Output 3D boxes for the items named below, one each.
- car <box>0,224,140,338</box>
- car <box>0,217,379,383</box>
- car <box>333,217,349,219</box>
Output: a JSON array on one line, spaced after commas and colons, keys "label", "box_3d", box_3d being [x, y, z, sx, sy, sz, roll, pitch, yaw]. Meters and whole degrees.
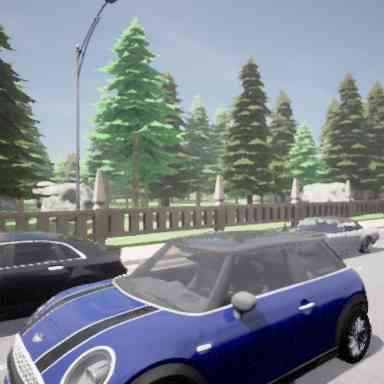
[{"label": "car", "box_3d": [-3.558, 1.507, 5.827, 4.892, 1.490, 1.837, 1, 0, -34]}, {"label": "car", "box_3d": [0.260, 1.348, 4.203, 4.553, 1.767, 2.097, 0, 0, -37]}, {"label": "car", "box_3d": [4.663, 1.586, 11.854, 4.718, 1.301, 1.895, 0, 0, -37]}]
